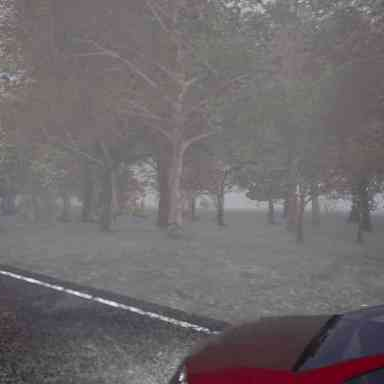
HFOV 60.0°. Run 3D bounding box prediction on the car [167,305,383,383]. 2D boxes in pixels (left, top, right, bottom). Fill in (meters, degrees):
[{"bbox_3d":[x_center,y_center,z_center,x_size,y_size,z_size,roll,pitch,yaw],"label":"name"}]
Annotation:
[{"bbox_3d":[1.785,1.537,2.300,4.181,1.385,1.994,-2,-1,35],"label":"car"}]
